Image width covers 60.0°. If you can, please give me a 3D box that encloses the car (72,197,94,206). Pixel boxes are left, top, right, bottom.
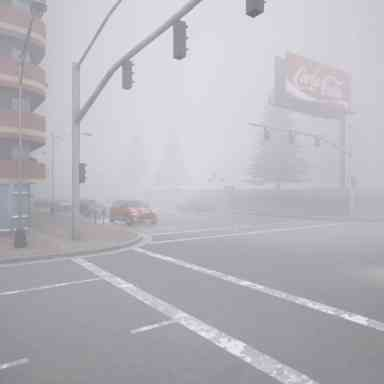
[{"bbox_3d":[-18.182,1.547,55.400,2.033,1.411,5.357,0,0,-36],"label":"car"}]

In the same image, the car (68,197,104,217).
[{"bbox_3d":[-9.610,1.491,31.292,2.128,1.511,4.902,0,0,-36],"label":"car"}]

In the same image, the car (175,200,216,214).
[{"bbox_3d":[0.315,1.547,35.794,2.033,1.411,5.357,0,0,-36],"label":"car"}]

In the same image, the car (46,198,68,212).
[{"bbox_3d":[-15.278,1.478,39.136,1.882,1.535,5.008,0,0,-36],"label":"car"}]

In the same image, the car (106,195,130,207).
[{"bbox_3d":[-11.694,1.351,52.408,2.097,1.767,4.553,0,0,-36],"label":"car"}]

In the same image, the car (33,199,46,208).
[{"bbox_3d":[-21.215,1.601,47.397,1.895,1.301,4.718,0,0,-35],"label":"car"}]

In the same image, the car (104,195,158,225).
[{"bbox_3d":[-4.274,1.352,23.925,2.097,1.767,4.553,0,0,-36],"label":"car"}]
